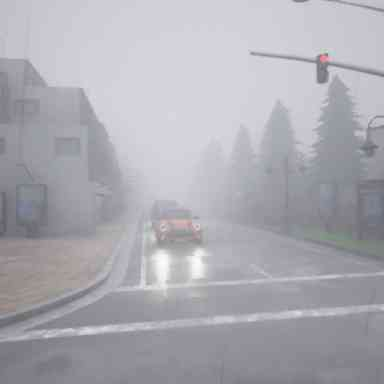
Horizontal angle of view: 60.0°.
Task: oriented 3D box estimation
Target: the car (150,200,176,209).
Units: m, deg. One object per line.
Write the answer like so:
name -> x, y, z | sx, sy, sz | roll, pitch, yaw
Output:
car -> -2.083, 1.640, 26.412 | 2.150, 2.045, 5.566 | -1, -1, -8

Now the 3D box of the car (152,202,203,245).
car -> -0.783, 1.615, 17.054 | 2.097, 1.767, 4.553 | -1, -1, -8

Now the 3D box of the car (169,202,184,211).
car -> -2.714, 2.433, 57.779 | 2.033, 1.411, 5.357 | -1, -1, -8

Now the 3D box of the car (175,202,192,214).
car -> -1.271, 2.192, 47.429 | 1.882, 1.535, 5.008 | -1, -1, -8
